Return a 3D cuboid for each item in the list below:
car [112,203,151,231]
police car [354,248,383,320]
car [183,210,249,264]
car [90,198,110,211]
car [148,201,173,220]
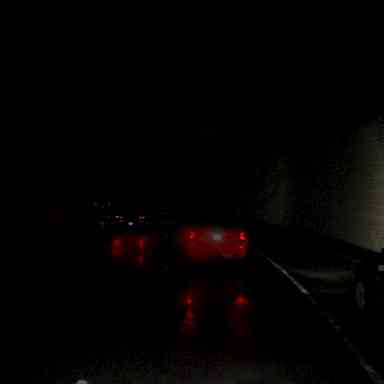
[{"bbox_3d":[-3.835,1.499,20.235,1.812,1.442,4.674,2,0,-13],"label":"car"},{"bbox_3d":[4.094,1.585,5.008,1.930,1.638,5.238,2,0,7],"label":"police car"},{"bbox_3d":[0.728,1.438,12.411,2.097,1.767,4.553,2,0,-1],"label":"car"},{"bbox_3d":[-10.515,1.366,38.180,1.812,1.442,4.674,2,0,-22],"label":"car"},{"bbox_3d":[-3.153,1.517,29.147,1.882,1.535,5.008,2,-1,-20],"label":"car"}]
